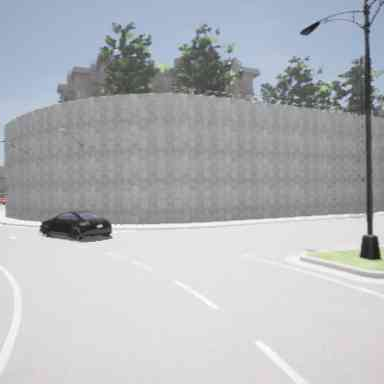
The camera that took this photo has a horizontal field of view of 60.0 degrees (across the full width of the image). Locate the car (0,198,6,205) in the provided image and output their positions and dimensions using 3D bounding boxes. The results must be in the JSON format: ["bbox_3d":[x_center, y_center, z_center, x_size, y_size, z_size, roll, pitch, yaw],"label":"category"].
[{"bbox_3d":[-41.541,1.995,72.107,2.097,1.767,4.553,-1,0,-22],"label":"car"}]

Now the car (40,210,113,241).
[{"bbox_3d":[-6.089,1.659,17.359,4.181,1.385,1.994,-1,0,37],"label":"car"}]
